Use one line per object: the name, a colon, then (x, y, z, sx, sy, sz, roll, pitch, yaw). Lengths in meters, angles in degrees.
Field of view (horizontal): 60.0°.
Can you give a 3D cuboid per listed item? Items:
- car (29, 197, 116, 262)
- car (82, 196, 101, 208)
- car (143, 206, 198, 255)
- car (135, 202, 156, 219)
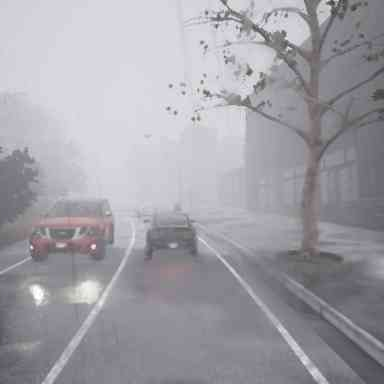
car: (-4.213, 1.232, 12.641, 2.150, 2.045, 5.566, 1, 0, -7)
car: (-15.558, 1.518, 51.271, 2.128, 1.511, 4.902, 2, -1, -25)
car: (-0.904, 1.542, 13.520, 1.837, 1.490, 4.892, 1, 0, -7)
car: (-4.185, 1.636, 30.462, 1.812, 1.442, 4.674, 1, -1, -15)
